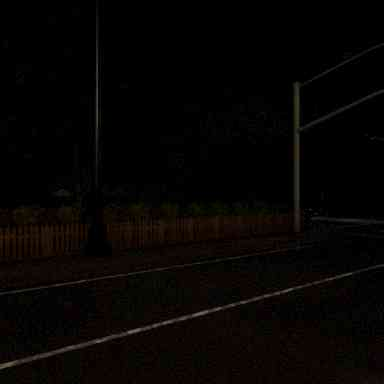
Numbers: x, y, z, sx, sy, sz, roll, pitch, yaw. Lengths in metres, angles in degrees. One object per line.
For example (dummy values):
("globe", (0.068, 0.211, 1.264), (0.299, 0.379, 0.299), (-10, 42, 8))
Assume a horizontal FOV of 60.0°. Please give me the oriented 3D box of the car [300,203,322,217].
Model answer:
("car", (9.591, 1.601, 30.969), (1.895, 1.301, 4.718), (0, 0, -35))
